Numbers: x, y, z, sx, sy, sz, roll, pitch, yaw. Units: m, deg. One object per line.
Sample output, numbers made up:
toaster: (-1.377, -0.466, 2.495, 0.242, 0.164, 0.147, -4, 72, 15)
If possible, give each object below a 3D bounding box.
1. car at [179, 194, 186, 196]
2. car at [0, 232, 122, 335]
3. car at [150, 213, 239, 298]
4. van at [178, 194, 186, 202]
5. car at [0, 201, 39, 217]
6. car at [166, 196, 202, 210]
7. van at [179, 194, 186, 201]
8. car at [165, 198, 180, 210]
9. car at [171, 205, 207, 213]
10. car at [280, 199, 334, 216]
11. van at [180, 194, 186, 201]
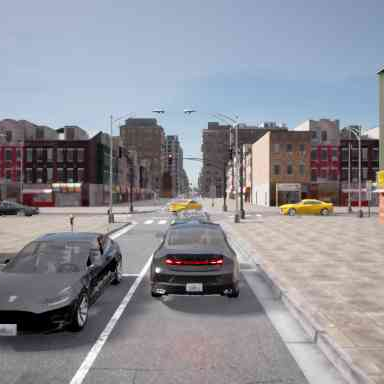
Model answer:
car: (-2.537, 1.547, 67.049, 1.967, 1.590, 4.097, 0, 0, 0)
car: (-2.623, 1.567, 6.858, 1.947, 1.339, 4.313, 0, 0, 0)
car: (0.083, 1.507, 8.536, 1.837, 1.490, 4.892, 0, 0, 1)
van: (-2.512, 1.507, 83.866, 1.690, 1.788, 3.998, 0, 0, 0)
car: (-16.167, 1.542, 29.553, 4.892, 1.490, 1.837, 0, 0, 0)
car: (-0.503, 1.517, 35.726, 1.882, 1.535, 5.008, 2, 1, 25)
van: (-2.504, 1.529, 89.471, 1.690, 1.788, 3.998, 0, 0, 0)
car: (-2.569, 1.571, 44.458, 1.752, 1.417, 4.829, 0, 0, 0)
car: (0.054, 1.608, 17.747, 1.895, 1.301, 4.718, 0, 0, 1)
car: (11.131, 1.487, 32.423, 5.008, 1.535, 1.882, 0, 0, 0)
van: (-2.496, 1.551, 95.077, 1.690, 1.788, 3.998, 0, 0, 0)
